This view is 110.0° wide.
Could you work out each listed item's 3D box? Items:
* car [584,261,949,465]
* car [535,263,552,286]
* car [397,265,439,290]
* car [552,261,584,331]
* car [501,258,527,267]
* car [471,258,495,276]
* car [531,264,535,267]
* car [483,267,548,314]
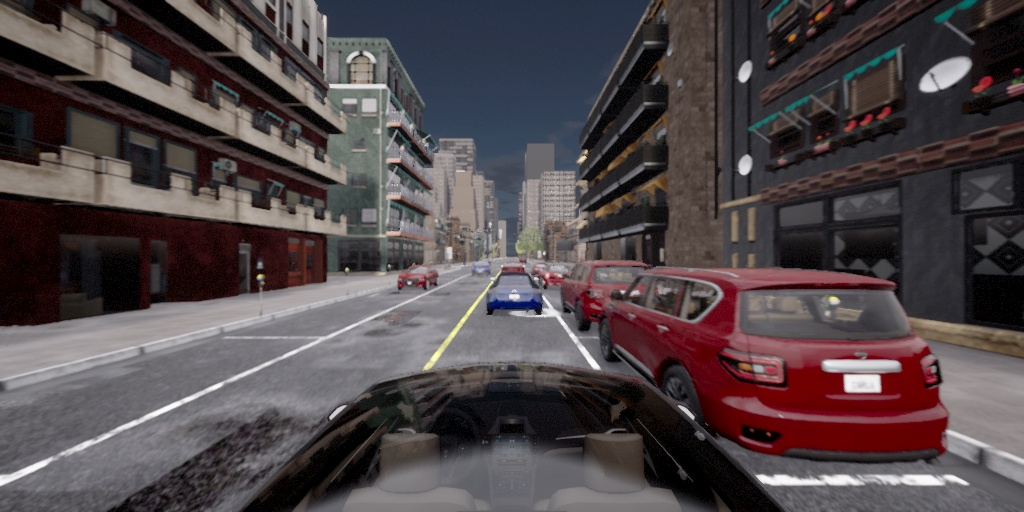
[{"bbox_3d":[2.691,1.057,5.148,2.192,1.841,5.009,0,0,0],"label":"car"},{"bbox_3d":[2.693,1.151,22.141,1.967,1.591,4.097,0,0,0],"label":"car"},{"bbox_3d":[-5.688,1.257,22.142,1.888,1.381,4.507,0,0,0],"label":"car"},{"bbox_3d":[2.691,1.046,10.813,2.192,1.841,5.009,0,0,0],"label":"car"},{"bbox_3d":[0.091,1.179,29.880,1.882,1.535,5.008,0,0,0],"label":"car"},{"bbox_3d":[-3.085,1.219,37.057,1.812,1.442,4.674,0,0,0],"label":"car"},{"bbox_3d":[2.694,1.279,33.471,1.802,1.307,4.207,0,0,0],"label":"car"},{"bbox_3d":[0.087,1.290,13.696,1.994,1.385,4.181,0,0,0],"label":"car"}]
